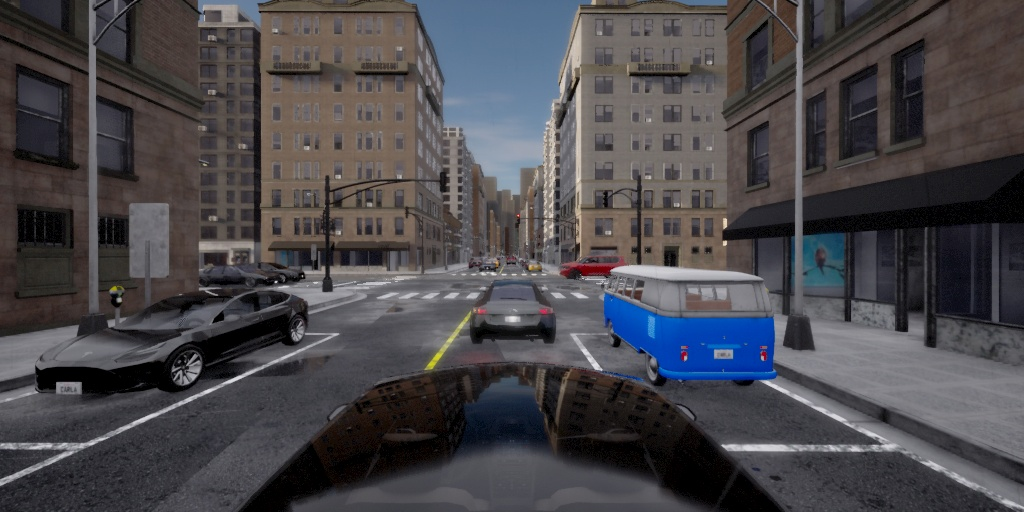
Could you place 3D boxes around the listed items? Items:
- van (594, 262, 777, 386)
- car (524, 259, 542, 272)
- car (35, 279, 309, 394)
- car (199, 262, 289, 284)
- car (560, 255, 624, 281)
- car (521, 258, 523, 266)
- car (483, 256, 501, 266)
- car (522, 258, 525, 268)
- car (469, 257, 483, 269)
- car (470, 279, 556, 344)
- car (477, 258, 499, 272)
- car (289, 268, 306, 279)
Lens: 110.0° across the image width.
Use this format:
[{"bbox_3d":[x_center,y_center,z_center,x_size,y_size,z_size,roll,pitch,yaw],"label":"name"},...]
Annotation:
[{"bbox_3d":[2.883,1.090,6.712,1.690,1.789,3.998,0,0,0],"label":"van"},{"bbox_3d":[2.920,1.267,46.072,1.751,1.417,4.829,0,0,0],"label":"car"},{"bbox_3d":[-5.642,1.315,6.756,1.948,1.339,4.313,0,0,0],"label":"car"},{"bbox_3d":[-17.894,1.281,23.144,5.357,1.411,2.033,0,0,0],"label":"car"},{"bbox_3d":[6.825,0.969,29.980,5.566,2.045,2.150,0,0,0],"label":"car"},{"bbox_3d":[2.838,1.286,56.954,2.007,1.370,4.403,0,0,0],"label":"car"},{"bbox_3d":[-3.104,1.214,56.261,1.882,1.535,5.008,0,0,0],"label":"car"},{"bbox_3d":[2.880,1.178,51.428,1.967,1.591,4.097,0,0,0],"label":"car"},{"bbox_3d":[-5.687,1.050,56.891,2.192,1.841,5.009,0,0,0],"label":"car"},{"bbox_3d":[0.044,1.314,9.636,1.994,1.385,4.181,0,0,1],"label":"car"},{"bbox_3d":[-3.036,1.305,45.866,1.994,1.385,4.181,0,0,-1],"label":"car"},{"bbox_3d":[-17.864,1.230,26.396,4.892,1.490,1.837,0,0,0],"label":"car"}]
